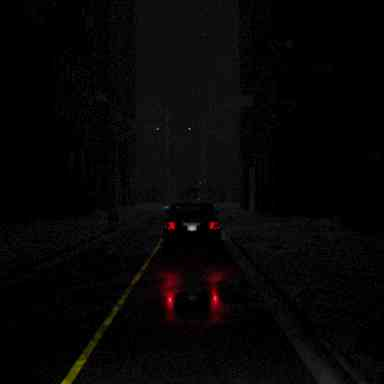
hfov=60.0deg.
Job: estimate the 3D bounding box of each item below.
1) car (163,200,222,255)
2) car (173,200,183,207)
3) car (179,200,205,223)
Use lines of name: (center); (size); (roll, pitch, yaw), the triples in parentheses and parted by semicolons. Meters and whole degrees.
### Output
car: (0.006, 1.357, 14.031); (2.150, 2.045, 5.566); (0, 0, 0)
car: (-2.972, 2.381, 70.997); (1.994, 1.385, 4.181); (0, -1, 0)
car: (0.015, 1.648, 29.097); (2.097, 1.767, 4.553); (0, -1, 0)
